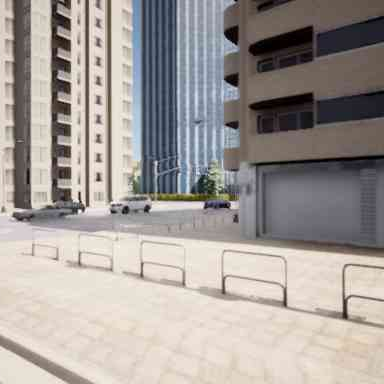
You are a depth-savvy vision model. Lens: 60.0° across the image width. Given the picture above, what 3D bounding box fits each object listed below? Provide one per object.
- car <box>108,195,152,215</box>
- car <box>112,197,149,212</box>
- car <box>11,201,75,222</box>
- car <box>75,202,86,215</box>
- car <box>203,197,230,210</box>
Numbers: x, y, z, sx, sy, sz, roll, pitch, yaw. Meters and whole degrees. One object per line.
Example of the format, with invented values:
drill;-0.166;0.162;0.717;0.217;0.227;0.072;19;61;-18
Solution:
car;-6.900;1.402;37.678;2.150;2.045;5.566;0;0;36
car;-7.768;1.549;42.506;2.097;1.767;4.553;0;0;35
car;-13.023;1.778;28.971;1.895;1.301;4.718;0;0;35
car;-13.405;1.698;34.516;1.837;1.490;4.892;0;0;35
car;3.511;1.523;46.115;2.097;1.767;4.553;0;0;35
